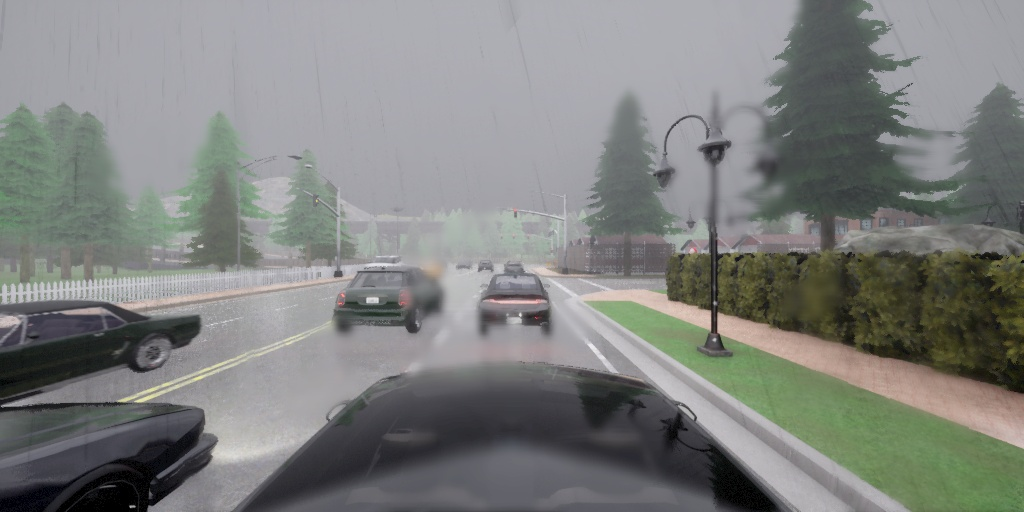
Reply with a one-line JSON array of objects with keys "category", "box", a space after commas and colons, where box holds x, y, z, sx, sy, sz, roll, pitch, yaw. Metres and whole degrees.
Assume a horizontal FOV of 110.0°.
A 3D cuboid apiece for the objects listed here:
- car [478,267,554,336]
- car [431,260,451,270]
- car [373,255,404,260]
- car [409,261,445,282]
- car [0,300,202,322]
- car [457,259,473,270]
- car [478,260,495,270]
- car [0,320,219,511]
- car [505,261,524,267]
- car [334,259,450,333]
[{"category": "car", "box": [0.101, 1.242, 10.394, 2.128, 1.511, 4.902, 0, 0, 0]}, {"category": "car", "box": [-10.395, 1.315, 52.661, 1.994, 1.385, 4.181, 0, 0, 0]}, {"category": "car", "box": [-10.540, 0.971, 30.123, 2.150, 2.045, 5.566, 0, 0, 0]}, {"category": "car", "box": [-7.039, 1.227, 30.294, 1.882, 1.535, 5.008, 0, 0, 0]}, {"category": "car", "box": [-7.094, 1.351, 4.865, 1.895, 1.301, 4.718, 0, 0, 0]}, {"category": "car", "box": [-6.897, 1.264, 52.670, 1.837, 1.490, 4.892, 0, 0, 0]}, {"category": "car", "box": [-3.308, 1.255, 46.003, 1.837, 1.490, 4.892, 0, 0, 0]}, {"category": "car", "box": [-3.405, 1.297, 0.509, 2.033, 1.411, 5.357, 0, 0, 0]}, {"category": "car", "box": [0.214, 1.241, 37.064, 2.128, 1.511, 4.902, 0, 0, -2]}, {"category": "car", "box": [-3.395, 1.102, 10.876, 2.097, 1.767, 4.553, 0, 0, 0]}]
